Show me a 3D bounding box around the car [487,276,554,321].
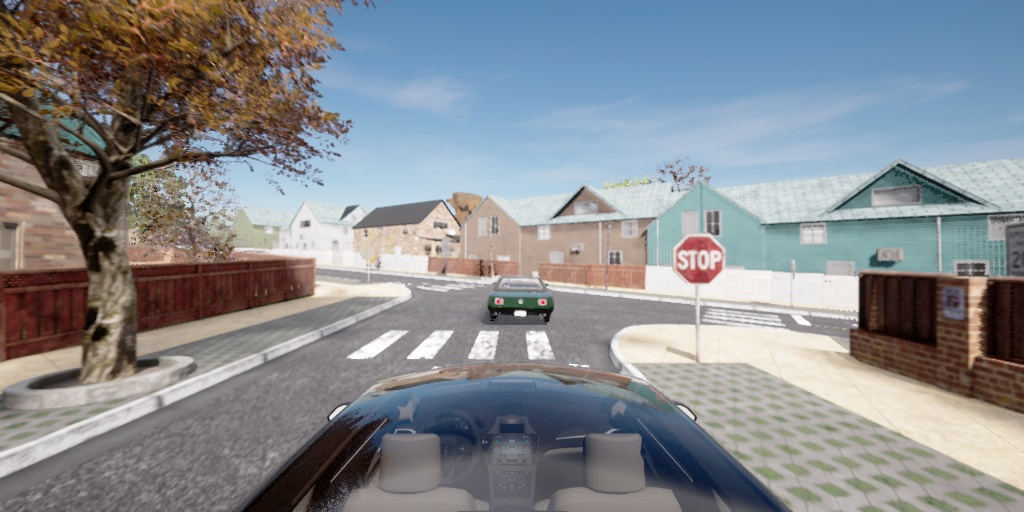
[{"bbox_3d":[0.259,1.308,12.148,1.895,1.301,4.718,1,0,0],"label":"car"}]

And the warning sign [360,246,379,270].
[{"bbox_3d":[-12.287,0.281,31.587,1.060,1.860,1.300,0,0,32],"label":"warning sign"}]

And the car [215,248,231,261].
[{"bbox_3d":[-33.699,-0.199,42.109,4.892,1.490,1.837,2,0,33],"label":"car"}]

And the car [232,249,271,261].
[{"bbox_3d":[-22.316,0.241,31.558,5.008,1.535,1.882,2,0,32],"label":"car"}]
